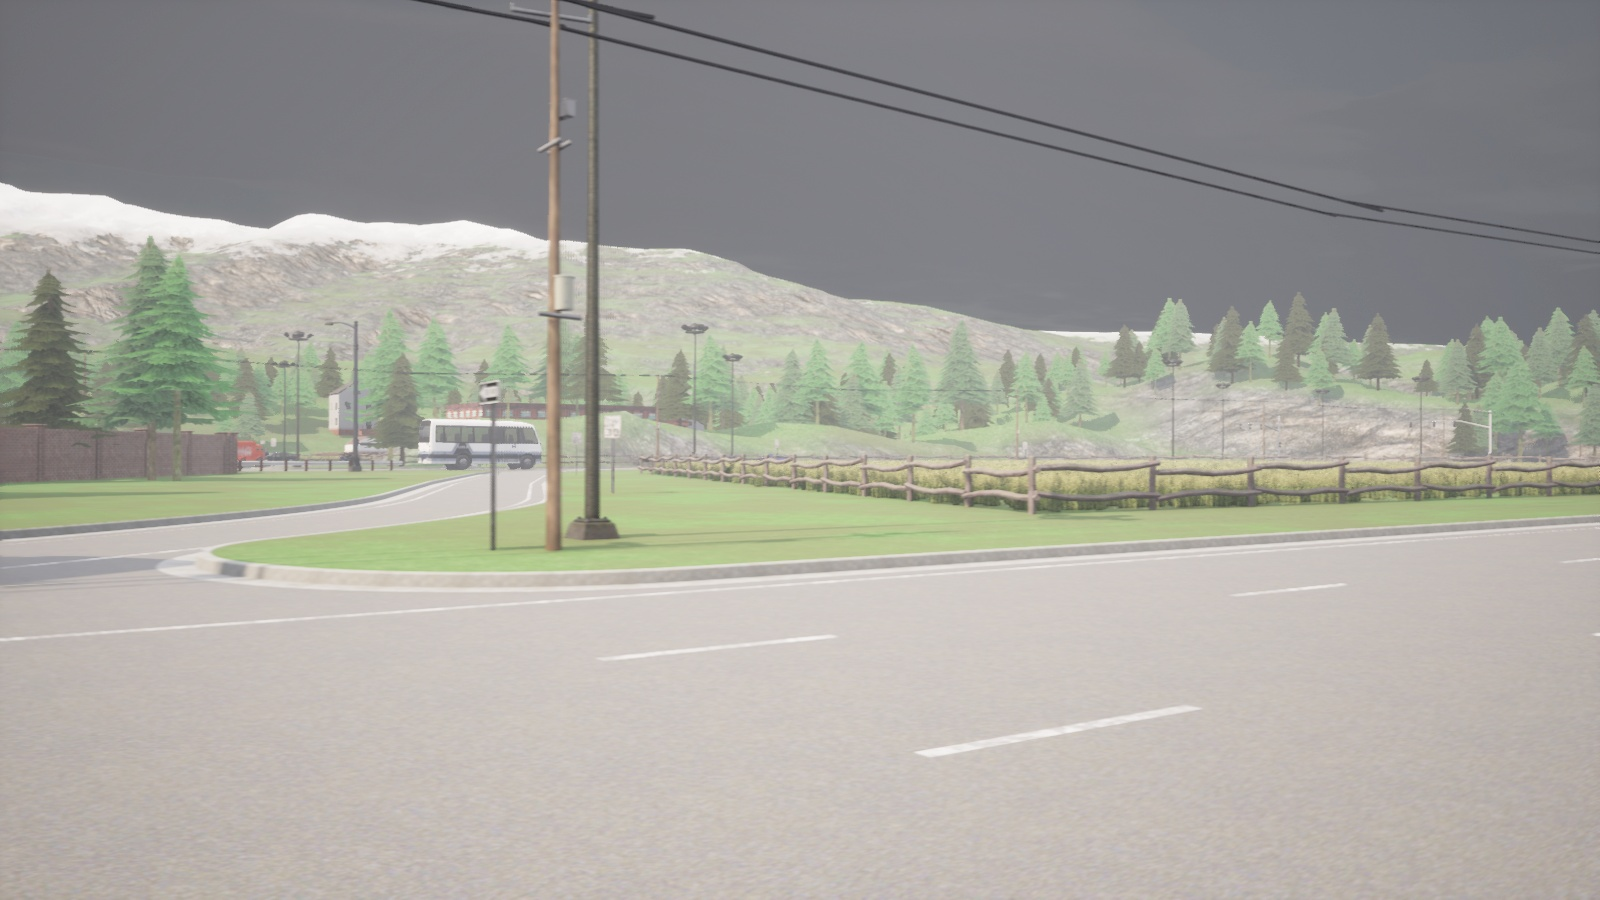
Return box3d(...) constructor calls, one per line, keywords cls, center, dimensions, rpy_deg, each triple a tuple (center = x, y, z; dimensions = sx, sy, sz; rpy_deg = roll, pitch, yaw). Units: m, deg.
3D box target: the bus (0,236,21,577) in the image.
box3d(cls="bus", center=(-13.637, -0.576, 11.884), dimensions=(3.944, 4.253, 10.273), rpy_deg=(0, -1, 22))
